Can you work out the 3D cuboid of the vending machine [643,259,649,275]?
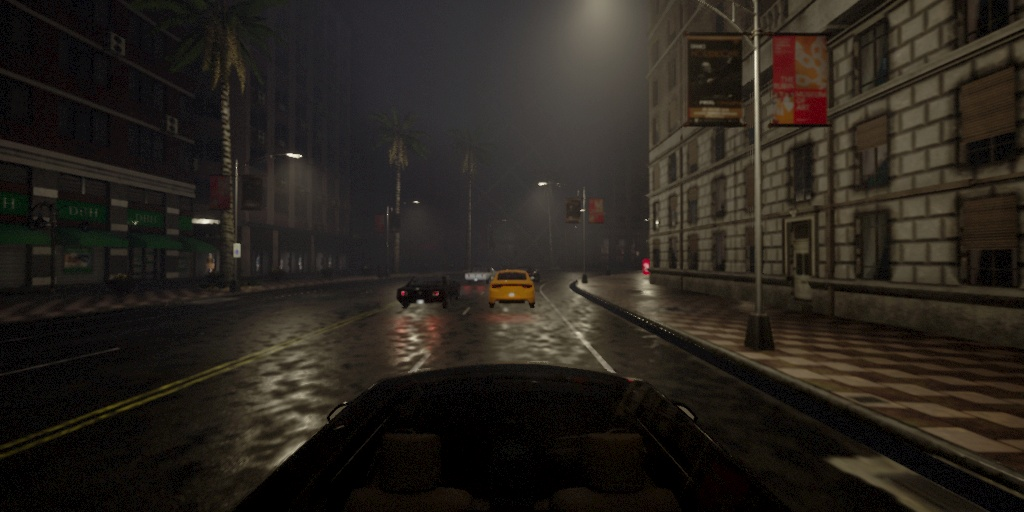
[{"bbox_3d":[16.402,1.332,43.217,1.100,2.100,0.880,0,0,45],"label":"vending machine"}]

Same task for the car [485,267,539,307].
[{"bbox_3d":[0.018,1.364,16.328,1.882,1.535,5.008,0,0,1],"label":"car"}]

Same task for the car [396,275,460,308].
[{"bbox_3d":[-3.494,1.483,15.951,1.895,1.301,4.718,0,0,0],"label":"car"}]

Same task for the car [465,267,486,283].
[{"bbox_3d":[-2.344,1.618,30.470,1.895,1.301,4.718,0,-1,13],"label":"car"}]

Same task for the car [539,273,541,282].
[{"bbox_3d":[1.132,1.577,29.880,1.994,1.385,4.181,0,-1,14],"label":"car"}]
